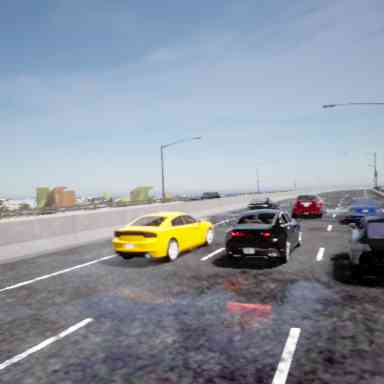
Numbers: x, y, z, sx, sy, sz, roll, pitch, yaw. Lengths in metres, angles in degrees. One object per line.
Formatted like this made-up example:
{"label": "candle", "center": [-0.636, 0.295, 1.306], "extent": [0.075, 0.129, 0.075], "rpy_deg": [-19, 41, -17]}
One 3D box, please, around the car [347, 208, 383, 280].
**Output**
{"label": "car", "center": [5.205, 1.308, 8.791], "extent": [1.994, 1.385, 4.181], "rpy_deg": [-2, 0, 25]}

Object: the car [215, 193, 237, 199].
{"label": "car", "center": [5.942, 1.182, 51.903], "extent": [2.033, 1.411, 5.357], "rpy_deg": [-2, 0, 26]}

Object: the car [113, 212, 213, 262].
{"label": "car", "center": [-0.830, 1.479, 12.410], "extent": [1.882, 1.535, 5.008], "rpy_deg": [-2, 0, 26]}

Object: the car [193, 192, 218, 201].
{"label": "car", "center": [2.749, 0.993, 53.354], "extent": [2.150, 2.045, 5.566], "rpy_deg": [-2, 0, 26]}

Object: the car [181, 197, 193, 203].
{"label": "car", "center": [-0.159, 1.459, 55.324], "extent": [1.994, 1.385, 4.181], "rpy_deg": [-2, 0, 26]}

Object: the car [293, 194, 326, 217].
{"label": "car", "center": [8.872, 0.900, 25.114], "extent": [2.097, 1.767, 4.553], "rpy_deg": [-2, 0, 25]}

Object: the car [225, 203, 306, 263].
{"label": "car", "center": [2.590, 1.357, 11.470], "extent": [1.837, 1.490, 4.892], "rpy_deg": [-2, 0, 25]}

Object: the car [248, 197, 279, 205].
{"label": "car", "center": [5.815, 1.172, 26.819], "extent": [2.128, 1.511, 4.902], "rpy_deg": [-2, 0, 25]}

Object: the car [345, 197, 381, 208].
{"label": "car", "center": [10.561, 1.033, 20.498], "extent": [2.033, 1.411, 5.357], "rpy_deg": [-2, 0, 25]}
